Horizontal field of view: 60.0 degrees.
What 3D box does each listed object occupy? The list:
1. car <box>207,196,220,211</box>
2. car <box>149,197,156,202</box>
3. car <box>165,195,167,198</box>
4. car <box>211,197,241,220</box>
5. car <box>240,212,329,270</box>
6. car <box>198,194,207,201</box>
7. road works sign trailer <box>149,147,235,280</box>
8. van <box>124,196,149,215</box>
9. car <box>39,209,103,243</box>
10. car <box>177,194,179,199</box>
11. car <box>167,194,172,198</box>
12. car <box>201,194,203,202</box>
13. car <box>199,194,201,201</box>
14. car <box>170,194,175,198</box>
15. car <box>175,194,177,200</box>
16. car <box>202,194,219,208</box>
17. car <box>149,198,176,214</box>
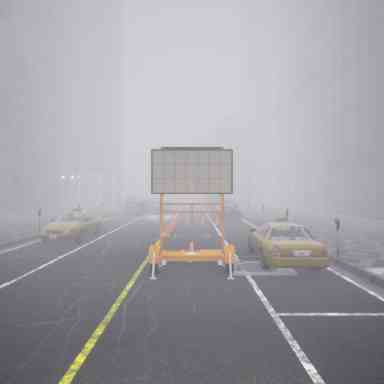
[{"bbox_3d":[2.862,1.434,33.197,1.967,1.590,4.097,0,0,0],"label":"car"},{"bbox_3d":[-5.663,1.565,38.852,1.947,1.339,4.313,0,0,0],"label":"car"},{"bbox_3d":[-5.661,1.573,55.769,1.887,1.381,4.507,0,0,0],"label":"car"},{"bbox_3d":[2.862,1.431,27.559,1.967,1.590,4.097,0,0,0],"label":"car"},{"bbox_3d":[2.867,1.520,10.842,1.752,1.417,4.829,0,0,1],"label":"car"},{"bbox_3d":[2.866,1.433,89.593,2.192,1.841,5.009,0,0,0],"label":"car"},{"bbox_3d":[0.001,0.461,9.952,2.380,3.560,2.880,0,0,0],"label":"road works sign trailer"},{"bbox_3d":[-5.662,1.335,33.213,1.690,1.788,3.998,0,0,0],"label":"van"},{"bbox_3d":[-5.665,1.519,16.089,1.752,1.417,4.829,0,0,1],"label":"car"},{"bbox_3d":[-5.659,1.456,95.241,2.192,1.841,5.009,0,0,0],"label":"car"},{"bbox_3d":[-5.660,1.631,67.047,1.802,1.307,4.206,0,0,0],"label":"car"},{"bbox_3d":[2.863,1.333,50.116,2.192,1.841,5.009,0,0,0],"label":"car"},{"bbox_3d":[2.865,1.479,61.395,1.967,1.590,4.097,0,0,0],"label":"car"},{"bbox_3d":[-5.660,1.601,78.155,1.752,1.417,4.829,0,0,0],"label":"car"},{"bbox_3d":[-5.660,1.411,83.963,2.192,1.841,5.009,0,0,0],"label":"car"},{"bbox_3d":[2.863,1.323,44.477,2.192,1.841,5.009,0,0,0],"label":"car"},{"bbox_3d":[-2.996,1.596,35.125,1.895,1.301,4.718,0,0,0],"label":"car"}]
